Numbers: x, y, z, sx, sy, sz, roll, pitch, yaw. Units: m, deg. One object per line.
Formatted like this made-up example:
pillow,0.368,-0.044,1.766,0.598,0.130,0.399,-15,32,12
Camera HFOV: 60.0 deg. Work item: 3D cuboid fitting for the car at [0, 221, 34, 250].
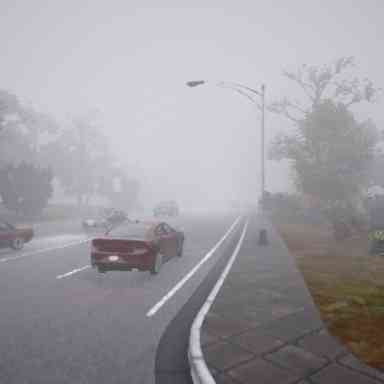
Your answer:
car,-8.485,1.798,12.935,1.895,1.301,4.718,0,-1,12

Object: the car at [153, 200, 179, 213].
car,-3.122,2.043,41.002,2.150,2.045,5.566,0,-2,11

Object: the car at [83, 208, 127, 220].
car,-6.226,1.923,24.296,2.128,1.511,4.902,0,-1,11

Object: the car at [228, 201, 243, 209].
car,10.953,3.294,85.717,2.150,2.045,5.566,0,-2,21

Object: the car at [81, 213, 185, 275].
car,-1.588,1.693,11.364,1.882,1.535,5.008,0,-1,12

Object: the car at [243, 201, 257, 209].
car,14.587,3.642,85.475,1.994,1.385,4.181,0,-2,21
